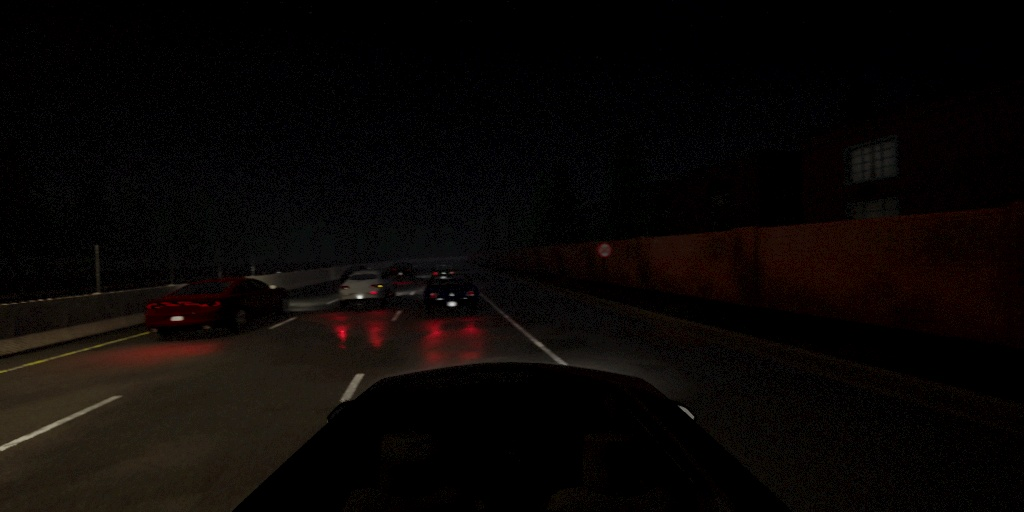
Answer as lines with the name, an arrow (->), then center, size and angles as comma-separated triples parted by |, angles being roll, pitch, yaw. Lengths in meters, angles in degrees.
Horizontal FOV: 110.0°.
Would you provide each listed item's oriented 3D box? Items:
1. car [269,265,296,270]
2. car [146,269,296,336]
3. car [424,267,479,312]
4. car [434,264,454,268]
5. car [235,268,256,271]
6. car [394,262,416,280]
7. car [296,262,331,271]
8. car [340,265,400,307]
car -> -25.778, 1.732, 40.124 | 1.882, 1.535, 5.008 | -2, 0, -11
car -> -9.069, 1.432, 11.593 | 1.882, 1.535, 5.008 | -2, 1, -12
car -> -2.485, 1.332, 14.333 | 1.895, 1.301, 4.718 | -2, 0, -12
car -> -5.515, 1.314, 29.131 | 1.895, 1.301, 4.718 | -2, 0, -11
car -> -29.072, 1.967, 38.778 | 1.895, 1.301, 4.718 | -2, 0, -11
car -> -9.584, 1.297, 31.601 | 1.882, 1.535, 5.008 | -2, 0, -11
car -> -22.427, 1.494, 41.188 | 2.097, 1.767, 4.553 | -2, 1, -11
car -> -6.479, 1.364, 16.374 | 1.812, 1.442, 4.674 | -2, 1, -12
